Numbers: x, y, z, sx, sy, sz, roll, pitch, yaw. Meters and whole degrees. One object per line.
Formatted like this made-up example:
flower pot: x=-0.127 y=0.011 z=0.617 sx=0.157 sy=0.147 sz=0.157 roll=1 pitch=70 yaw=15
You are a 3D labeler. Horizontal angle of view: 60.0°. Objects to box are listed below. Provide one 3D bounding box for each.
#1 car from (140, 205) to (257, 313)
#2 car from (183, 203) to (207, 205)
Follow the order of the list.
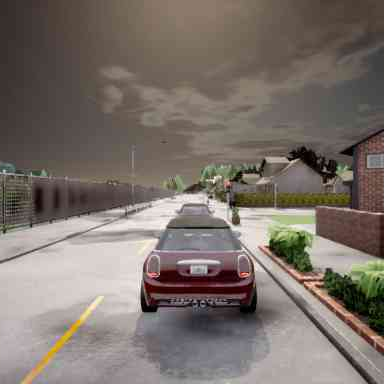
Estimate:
car: x=0.120 y=1.352 z=7.840 sx=2.097 sy=1.767 sz=4.553 roll=0 pitch=0 yaw=0
car: x=0.152 y=1.352 z=17.538 sx=2.097 sy=1.767 sz=4.553 roll=0 pitch=0 yaw=0
